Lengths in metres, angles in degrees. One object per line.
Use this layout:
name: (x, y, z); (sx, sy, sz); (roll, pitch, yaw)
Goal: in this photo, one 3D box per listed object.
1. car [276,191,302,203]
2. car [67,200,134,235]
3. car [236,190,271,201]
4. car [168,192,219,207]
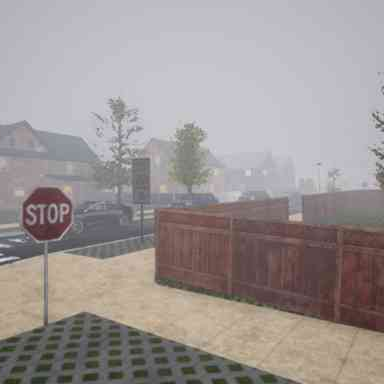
car: (12.109, 0.547, 41.047); (2.033, 1.411, 5.357); (-1, 1, 36)
car: (-5.168, 1.196, 17.101); (2.128, 1.511, 4.902); (-1, 1, 36)
car: (6.067, 0.596, 32.710); (2.097, 1.767, 4.553); (-1, 1, 36)
car: (0.170, 0.837, 24.525); (2.097, 1.767, 4.553); (-1, 1, 36)
